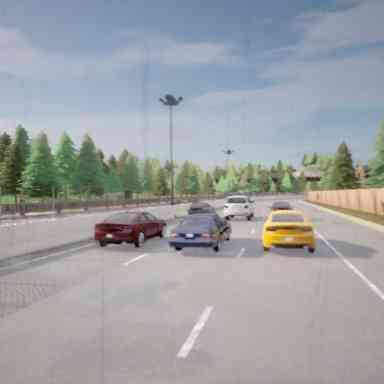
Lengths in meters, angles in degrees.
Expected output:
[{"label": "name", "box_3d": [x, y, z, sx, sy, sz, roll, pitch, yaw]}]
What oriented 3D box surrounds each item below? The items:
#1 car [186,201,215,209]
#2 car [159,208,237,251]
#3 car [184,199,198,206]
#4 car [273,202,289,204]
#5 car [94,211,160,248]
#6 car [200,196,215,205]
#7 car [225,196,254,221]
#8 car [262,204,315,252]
[{"label": "car", "box_3d": [0.858, 1.707, 30.269, 1.837, 1.490, 4.892, -1, 0, 14]}, {"label": "car", "box_3d": [0.533, 1.642, 14.574, 2.033, 1.411, 5.357, -1, 0, 14]}, {"label": "car", "box_3d": [-0.168, 2.083, 69.409, 1.895, 1.301, 4.718, -1, 0, 14]}, {"label": "car", "box_3d": [7.649, 1.594, 28.575, 1.837, 1.490, 4.892, -1, 0, 14]}, {"label": "car", "box_3d": [-2.740, 1.630, 15.898, 1.882, 1.535, 5.008, -1, 0, 14]}, {"label": "car", "box_3d": [3.248, 1.787, 68.661, 2.097, 1.767, 4.553, -1, 0, 14]}, {"label": "car", "box_3d": [4.178, 1.359, 29.155, 2.150, 2.045, 5.566, -1, 0, 14]}, {"label": "car", "box_3d": [4.050, 1.517, 14.198, 1.882, 1.535, 5.008, -1, 0, 14]}]
